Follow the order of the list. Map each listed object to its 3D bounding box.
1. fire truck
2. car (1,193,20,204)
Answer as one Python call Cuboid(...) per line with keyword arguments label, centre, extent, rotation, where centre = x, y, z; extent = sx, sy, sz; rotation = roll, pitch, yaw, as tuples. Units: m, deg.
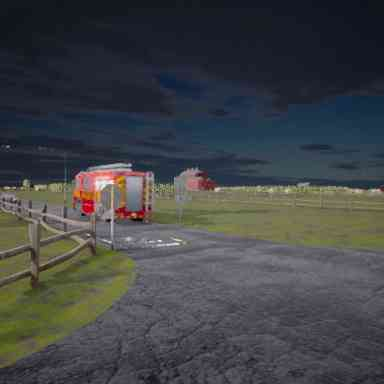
Cuboid(label="fire truck", centre=(-6.071, 0.083, 24.438), extent=(2.891, 3.827, 8.468), rotation=(1, 0, -36))
Cuboid(label="car", centre=(-24.931, 0.848, 45.563), extent=(2.128, 1.511, 4.902), rotation=(1, 0, -36))
